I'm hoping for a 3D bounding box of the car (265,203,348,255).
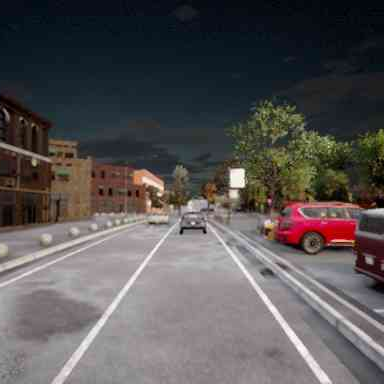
[{"bbox_3d":[6.259,1.483,14.143,5.566,2.045,2.435,0,-1,0],"label":"car"}]

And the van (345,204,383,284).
[{"bbox_3d":[6.389,1.376,7.952,4.442,1.987,1.878,0,-1,0],"label":"van"}]

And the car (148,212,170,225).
[{"bbox_3d":[-3.304,2.682,34.088,1.895,1.301,4.718,0,-3,0],"label":"car"}]

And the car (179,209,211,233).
[{"bbox_3d":[0.072,2.171,24.052,2.033,1.411,5.357,0,-2,0],"label":"car"}]

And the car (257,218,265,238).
[{"bbox_3d":[6.205,1.813,17.053,5.008,1.535,2.097,0,-2,-1],"label":"car"}]
